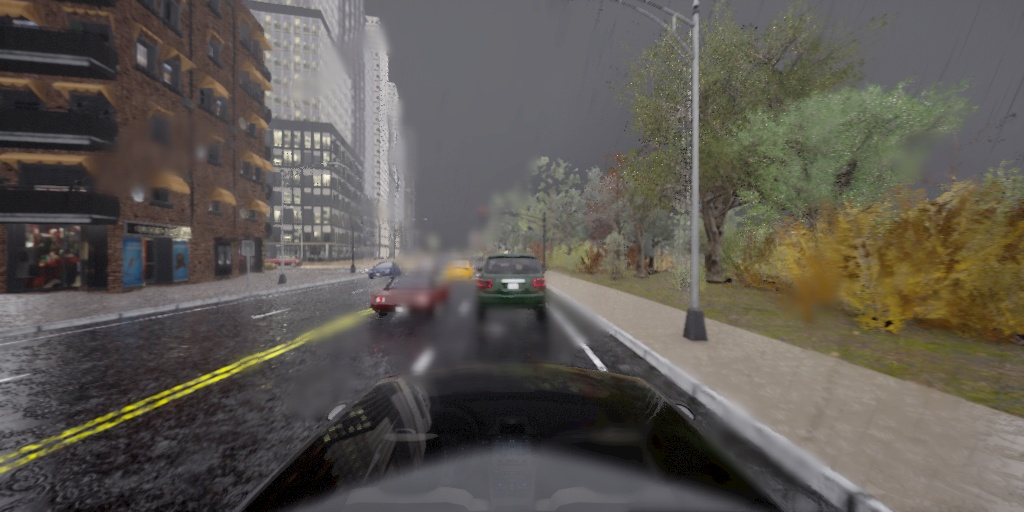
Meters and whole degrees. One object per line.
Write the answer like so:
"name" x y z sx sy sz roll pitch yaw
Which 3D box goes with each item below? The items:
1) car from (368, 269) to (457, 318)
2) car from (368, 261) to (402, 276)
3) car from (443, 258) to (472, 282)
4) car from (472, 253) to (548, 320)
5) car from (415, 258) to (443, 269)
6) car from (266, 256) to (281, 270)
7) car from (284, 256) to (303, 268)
"car" -3.326 1.317 12.872 1.895 1.301 4.718 0 0 -1
"car" -10.697 1.184 30.630 1.812 1.442 4.674 0 0 -3
"car" -3.930 1.140 28.033 1.882 1.535 5.008 0 0 -3
"car" -0.067 0.933 12.614 2.150 2.045 5.566 0 0 -2
"car" -7.517 1.176 32.132 1.812 1.442 4.674 0 0 -3
"car" -27.136 0.846 37.532 4.829 1.417 1.751 0 0 -12
"car" -29.283 0.686 45.816 4.097 1.591 1.967 0 0 -12
